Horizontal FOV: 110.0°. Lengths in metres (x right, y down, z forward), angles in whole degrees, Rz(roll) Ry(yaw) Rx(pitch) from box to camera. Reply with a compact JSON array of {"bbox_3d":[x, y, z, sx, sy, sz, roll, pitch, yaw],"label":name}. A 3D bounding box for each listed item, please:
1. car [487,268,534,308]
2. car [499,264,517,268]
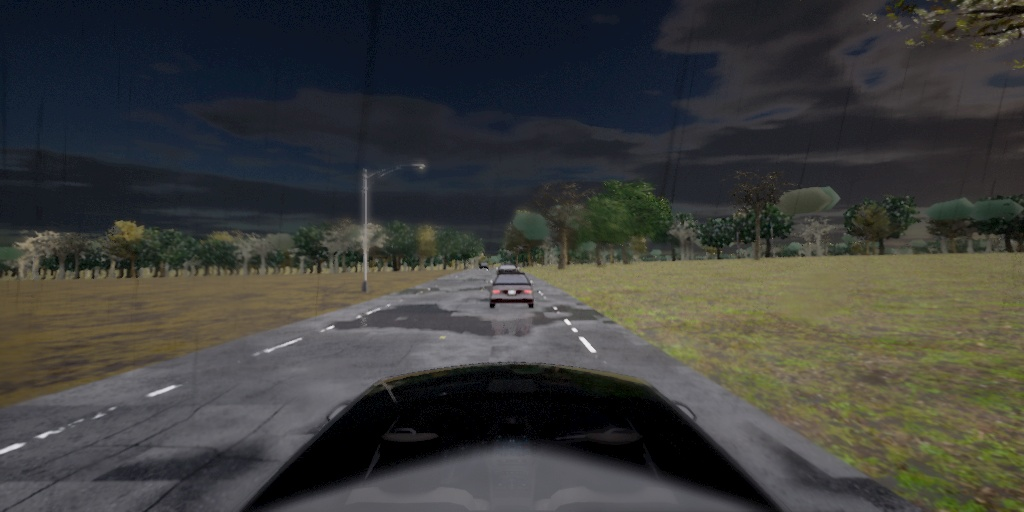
[{"bbox_3d":[-0.020,1.414,15.871,2.033,1.411,5.357,0,0,0],"label":"car"},{"bbox_3d":[-0.384,1.438,31.394,1.882,1.535,5.008,0,0,-2],"label":"car"}]
